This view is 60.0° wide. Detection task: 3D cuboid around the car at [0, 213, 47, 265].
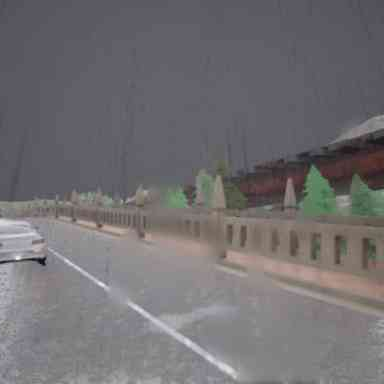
[{"bbox_3d":[-6.288,1.662,11.490,1.812,1.442,4.674,0,-1,-34],"label":"car"}]
